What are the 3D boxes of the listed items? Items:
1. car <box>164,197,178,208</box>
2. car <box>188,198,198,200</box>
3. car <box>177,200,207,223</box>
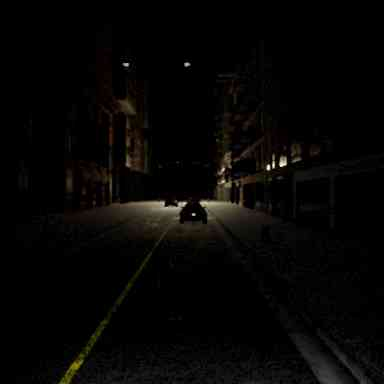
[{"bbox_3d":[-2.985,1.506,48.869,2.033,1.411,5.357,0,0,0],"label":"car"},{"bbox_3d":[0.118,1.508,44.709,2.033,1.411,5.357,0,0,0],"label":"car"},{"bbox_3d":[0.109,1.536,25.170,1.994,1.385,4.181,0,0,0],"label":"car"}]
